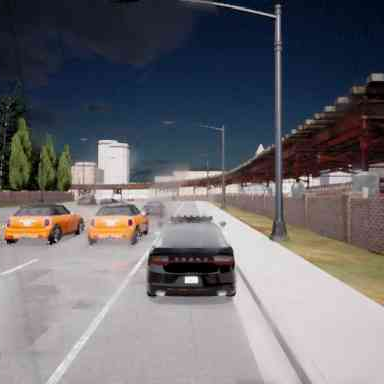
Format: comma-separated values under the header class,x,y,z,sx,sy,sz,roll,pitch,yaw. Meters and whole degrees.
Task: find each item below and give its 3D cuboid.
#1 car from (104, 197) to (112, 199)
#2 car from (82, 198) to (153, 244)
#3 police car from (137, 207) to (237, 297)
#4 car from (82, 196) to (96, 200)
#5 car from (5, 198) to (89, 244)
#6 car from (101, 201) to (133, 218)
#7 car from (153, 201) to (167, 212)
class,x,y,z,sx,sy,sz,roll,pitch,yaw
car,-13.923,1.588,55.185,1.994,1.385,4.181,0,0,1
car,-3.372,1.358,16.052,2.097,1.767,4.553,0,0,1
police car,-0.012,1.428,8.762,1.930,1.638,5.238,0,0,0
car,-17.420,1.375,55.271,2.097,1.767,4.553,0,0,0
car,-6.871,1.358,16.052,2.097,1.767,4.553,0,0,0
car,-6.874,1.578,31.086,1.994,1.385,4.181,0,0,1
car,-3.384,1.561,30.165,2.033,1.411,5.357,0,0,0
